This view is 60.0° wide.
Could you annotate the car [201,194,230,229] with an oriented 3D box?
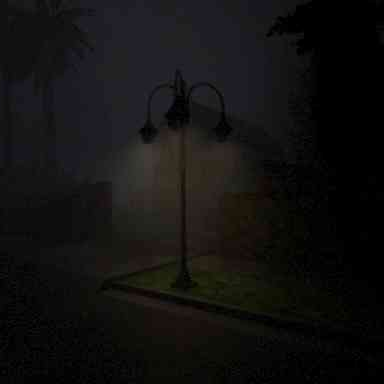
[{"bbox_3d":[2.508,1.055,18.724,1.932,1.855,4.605,-1,0,36],"label":"car"}]
